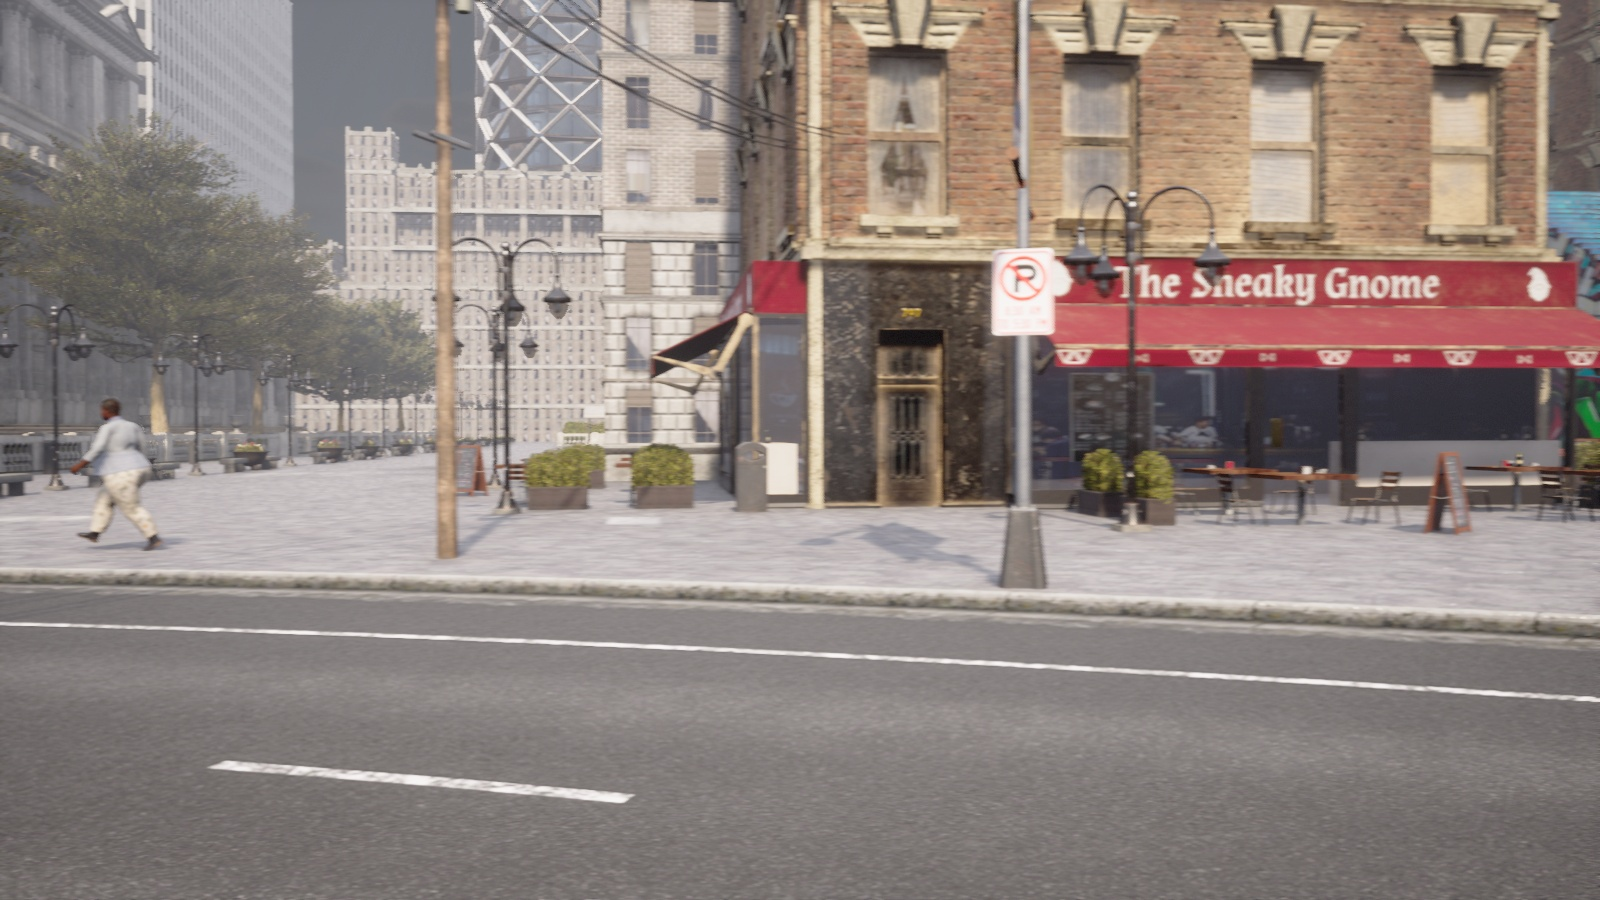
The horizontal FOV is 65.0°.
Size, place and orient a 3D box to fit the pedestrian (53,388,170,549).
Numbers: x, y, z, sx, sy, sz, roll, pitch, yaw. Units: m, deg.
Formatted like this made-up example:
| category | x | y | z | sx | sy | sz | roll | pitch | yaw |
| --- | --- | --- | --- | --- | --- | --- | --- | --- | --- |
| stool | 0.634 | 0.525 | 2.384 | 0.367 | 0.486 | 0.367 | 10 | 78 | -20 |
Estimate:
| category | x | y | z | sx | sy | sz | roll | pitch | yaw |
| --- | --- | --- | --- | --- | --- | --- | --- | --- | --- |
| pedestrian | -8.173 | 0.203 | 14.949 | 0.900 | 1.855 | 0.874 | 0 | 1 | 0 |
